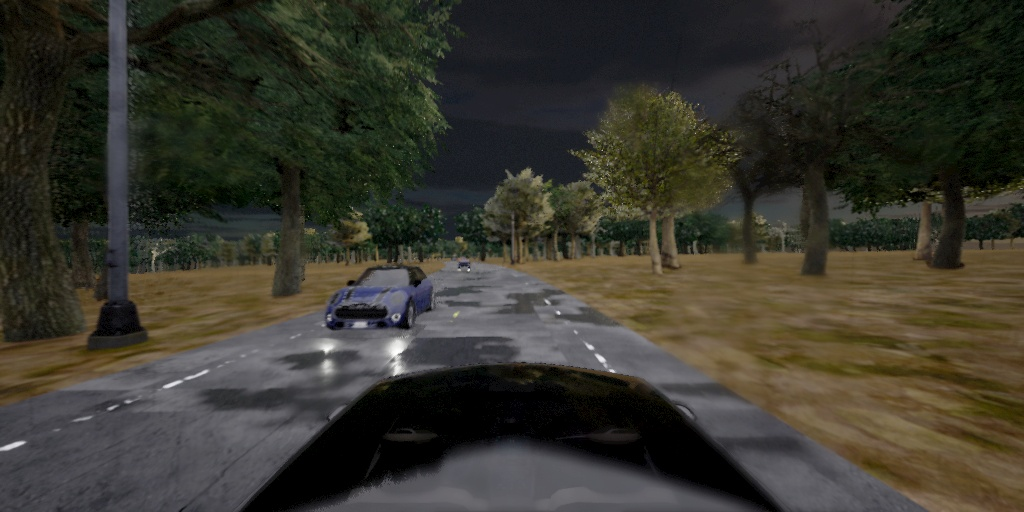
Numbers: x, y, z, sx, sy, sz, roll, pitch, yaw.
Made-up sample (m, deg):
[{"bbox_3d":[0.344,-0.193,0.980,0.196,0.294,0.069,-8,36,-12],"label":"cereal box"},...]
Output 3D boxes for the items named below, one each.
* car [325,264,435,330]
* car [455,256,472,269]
[{"bbox_3d":[-3.759,1.080,10.989,2.097,1.767,4.553,0,0,-2],"label":"car"},{"bbox_3d":[-6.886,1.148,52.258,2.033,1.411,5.357,0,0,-7],"label":"car"}]
